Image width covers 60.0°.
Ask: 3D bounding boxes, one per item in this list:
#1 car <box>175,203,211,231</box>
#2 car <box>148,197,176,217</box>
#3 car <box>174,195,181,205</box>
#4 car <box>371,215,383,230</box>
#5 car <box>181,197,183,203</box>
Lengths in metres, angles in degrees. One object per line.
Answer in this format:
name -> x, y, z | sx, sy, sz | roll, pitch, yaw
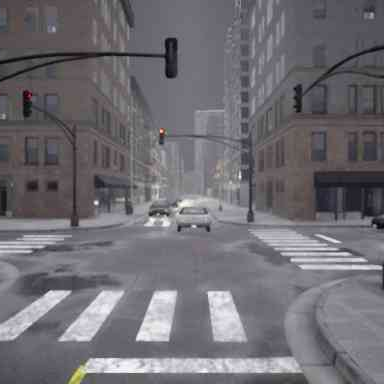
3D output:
car -> 0.097, 1.552, 20.285 | 1.895, 1.301, 4.718 | 0, 0, 0
car -> -2.855, 1.478, 30.637 | 2.033, 1.411, 5.357 | 0, 0, 0
car -> -2.845, 1.414, 46.143 | 1.837, 1.490, 4.892 | 0, 0, 0
car -> 12.364, 1.516, 18.544 | 4.313, 1.339, 1.947 | 0, 0, 0
car -> -2.758, 1.452, 64.969 | 1.837, 1.490, 4.892 | 0, 0, 0
